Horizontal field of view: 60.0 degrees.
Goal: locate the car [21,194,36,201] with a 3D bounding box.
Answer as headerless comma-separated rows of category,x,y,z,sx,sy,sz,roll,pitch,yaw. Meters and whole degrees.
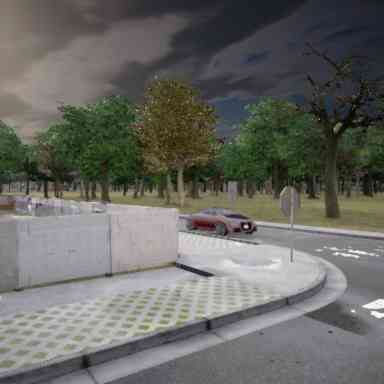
car,-37.388,1.411,77.028,2.128,1.511,4.902,1,-1,-36

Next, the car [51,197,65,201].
car,-18.976,1.493,46.653,1.812,1.442,4.674,1,-1,-36

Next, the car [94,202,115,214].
car,-7.929,1.579,31.092,1.895,1.301,4.718,1,-1,-36

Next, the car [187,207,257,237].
car,1.506,1.533,17.942,1.994,1.385,4.181,1,-1,-36
